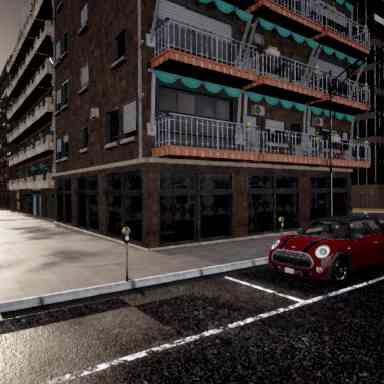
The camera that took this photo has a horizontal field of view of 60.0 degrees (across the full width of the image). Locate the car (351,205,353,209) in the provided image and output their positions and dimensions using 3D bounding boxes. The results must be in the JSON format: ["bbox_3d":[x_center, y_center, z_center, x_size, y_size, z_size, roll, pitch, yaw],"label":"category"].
[{"bbox_3d":[17.738,1.745,41.600,1.967,1.590,4.097,-2,0,-36],"label":"car"}]

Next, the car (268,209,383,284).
[{"bbox_3d":[4.046,1.439,9.476,4.097,1.590,1.967,0,-1,-36],"label":"car"}]
